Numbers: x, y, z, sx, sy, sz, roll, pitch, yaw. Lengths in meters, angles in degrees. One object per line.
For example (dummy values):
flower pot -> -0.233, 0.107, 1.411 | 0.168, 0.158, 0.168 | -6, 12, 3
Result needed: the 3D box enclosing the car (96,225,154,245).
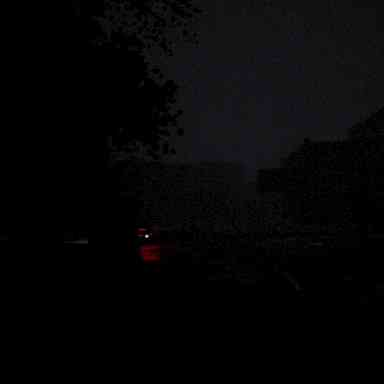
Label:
car -> -4.702, 2.639, 22.311 | 4.892, 1.490, 1.837 | -4, -4, 39
